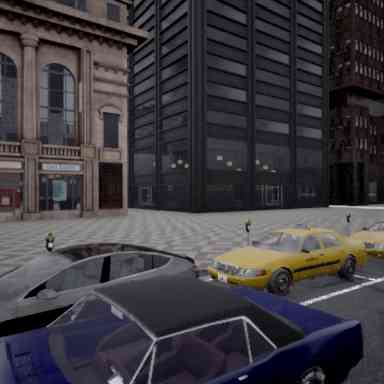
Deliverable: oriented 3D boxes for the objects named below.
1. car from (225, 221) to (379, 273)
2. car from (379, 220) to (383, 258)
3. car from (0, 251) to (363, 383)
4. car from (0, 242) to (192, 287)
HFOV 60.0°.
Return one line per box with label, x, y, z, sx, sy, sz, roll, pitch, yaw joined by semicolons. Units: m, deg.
car;2.611;1.525;8.495;4.829;1.417;1.752;0;0;-35
car;7.211;1.525;11.760;4.829;1.417;1.752;0;0;-35
car;-0.546;1.601;2.985;4.718;1.301;1.895;0;0;-35
car;-1.850;1.566;5.329;4.313;1.339;1.947;0;0;-35
